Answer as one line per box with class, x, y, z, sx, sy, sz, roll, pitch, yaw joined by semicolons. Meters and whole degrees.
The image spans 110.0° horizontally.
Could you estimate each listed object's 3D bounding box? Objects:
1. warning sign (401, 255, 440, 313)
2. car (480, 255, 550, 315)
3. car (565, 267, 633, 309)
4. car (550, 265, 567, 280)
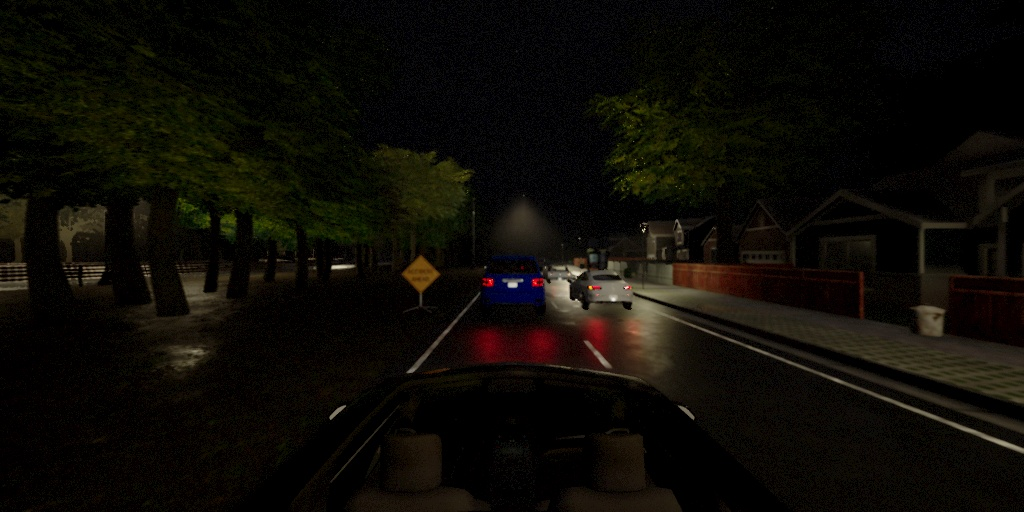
warning sign;-3.052;0.893;12.014;1.300;1.860;1.060;0;0;0
car;0.058;1.001;13.758;2.150;2.045;5.566;0;0;1
car;3.565;1.310;14.910;1.812;1.442;4.674;0;-1;0
car;3.555;1.393;28.570;1.895;1.301;4.718;0;0;0
